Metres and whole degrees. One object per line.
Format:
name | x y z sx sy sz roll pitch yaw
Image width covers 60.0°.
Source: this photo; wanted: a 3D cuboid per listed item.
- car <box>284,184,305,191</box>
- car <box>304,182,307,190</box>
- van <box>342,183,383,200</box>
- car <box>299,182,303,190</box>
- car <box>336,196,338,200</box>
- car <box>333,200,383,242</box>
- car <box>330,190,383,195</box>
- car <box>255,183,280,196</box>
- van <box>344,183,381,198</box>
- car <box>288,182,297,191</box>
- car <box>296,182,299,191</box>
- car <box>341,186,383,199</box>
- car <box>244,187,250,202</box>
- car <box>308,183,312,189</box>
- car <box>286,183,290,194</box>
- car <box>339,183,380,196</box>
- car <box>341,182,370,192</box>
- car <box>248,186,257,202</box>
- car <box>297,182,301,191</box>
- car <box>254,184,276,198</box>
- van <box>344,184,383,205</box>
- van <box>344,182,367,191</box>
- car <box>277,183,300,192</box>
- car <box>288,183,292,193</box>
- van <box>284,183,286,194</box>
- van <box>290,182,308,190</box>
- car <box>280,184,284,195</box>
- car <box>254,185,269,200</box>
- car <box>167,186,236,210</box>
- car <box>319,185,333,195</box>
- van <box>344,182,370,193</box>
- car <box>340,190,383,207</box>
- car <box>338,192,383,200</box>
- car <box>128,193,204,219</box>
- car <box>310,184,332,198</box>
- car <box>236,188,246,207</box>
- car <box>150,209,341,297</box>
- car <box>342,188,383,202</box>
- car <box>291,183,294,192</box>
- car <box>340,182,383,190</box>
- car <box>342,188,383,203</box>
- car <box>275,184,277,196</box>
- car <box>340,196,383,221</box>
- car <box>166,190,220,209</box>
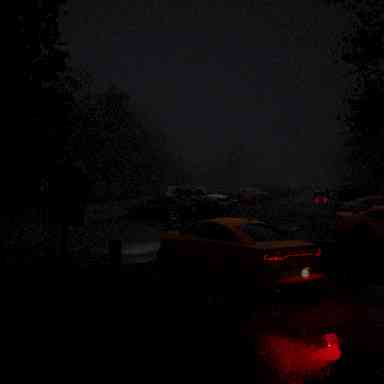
car | 24.623 -1.132 80.067 4.674 1.452 2.002 1 2 25
car | 23.459 -1.086 77.547 5.008 1.535 2.097 1 2 25
van | 21.348 -0.064 41.799 4.442 1.987 1.878 1 2 24
car | 19.826 -0.831 70.054 5.366 1.575 1.946 1 2 25
car | 11.045 1.149 19.154 4.792 1.488 2.163 1 3 25
car | 8.810 1.336 14.223 5.008 1.535 2.097 1 3 25
car | 13.211 0.893 24.249 5.366 1.575 1.946 1 3 25
car | 9.616 -0.167 47.261 4.553 1.767 2.185 1 2 25
van | 23.866 -0.237 46.753 4.442 1.987 1.878 1 2 25
car | 16.357 -0.571 62.487 5.366 1.575 1.946 1 2 25
car | 17.687 -0.651 64.930 4.892 1.521 2.231 1 2 25
car | 22.611 0.073 44.291 5.008 1.535 2.097 1 2 25
car | 2.658 0.585 32.153 4.892 1.521 2.231 1 3 25
car | 26.959 -1.596 85.091 5.566 2.045 2.435 1 2 25
car | 13.029 -0.276 54.856 4.792 1.488 2.163 1 2 25
car | 26.043 -0.438 51.846 5.566 2.045 2.435 1 2 25
car | 35.326 -1.134 72.096 5.566 2.045 2.435 1 2 25
car | 3.640 0.468 34.754 5.366 1.575 1.946 1 3 25
car | 18.832 -0.738 67.457 4.892 1.521 2.231 1 2 25
car | 7.446 0.149 42.162 5.366 1.575 1.946 1 3 25
van | 18.152 0.230 34.289 4.442 1.987 1.878 1 3 25
van | 36.612 -1.193 74.554 4.442 1.987 1.878 1 2 25
car | 21.123 -1.038 72.508 4.553 1.767 2.185 1 2 25
car | 14.186 -0.363 57.378 4.792 1.488 2.163 1 2 25
van | 12.006 -0.442 52.264 4.442 1.987 1.878 1 2 25
van | 29.133 -1.672 90.184 4.442 1.987 1.878 1 1 25
car | 10.770 -0.102 49.786 4.792 1.488 2.163 1 2 25
car | 6.003 0.244 39.906 5.366 1.575 1.946 1 3 25
car | 0.365 0.555 27.090 5.566 2.045 2.435 1 3 25
car | 22.807 -0.357 56.581 1.882 1.535 5.008 1 2 25
van | 31.996 -0.847 64.486 4.442 1.987 1.878 1 2 25
car | 16.815 0.596 31.732 4.792 1.488 2.163 1 3 25
car | 9.998 1.100 16.719 4.553 1.767 2.185 1 3 25
car | -2.000 1.057 22.083 4.792 1.488 2.163 1 3 25
car | 18.517 -0.022 47.226 2.128 1.511 4.902 1 2 25
car | 1.665 0.695 29.557 5.366 1.575 1.946 1 3 25
car | 0.892 1.389 8.476 1.882 1.535 5.008 2 -1 -31
car | 20.326 0.285 39.251 4.792 1.488 2.163 1 2 25
car | 15.342 -0.449 59.901 4.792 1.488 2.163 1 2 25
car | 15.712 0.427 29.181 5.566 2.045 2.435 1 3 25
car | 19.226 0.379 36.853 4.792 1.488 2.163 1 3 25
car | 8.424 0.051 44.756 4.892 1.521 2.231 1 3 25
car | 12.223 1.049 21.659 4.674 1.452 2.002 1 3 25
car | -0.812 0.917 24.589 5.008 1.535 2.097 1 3 25
